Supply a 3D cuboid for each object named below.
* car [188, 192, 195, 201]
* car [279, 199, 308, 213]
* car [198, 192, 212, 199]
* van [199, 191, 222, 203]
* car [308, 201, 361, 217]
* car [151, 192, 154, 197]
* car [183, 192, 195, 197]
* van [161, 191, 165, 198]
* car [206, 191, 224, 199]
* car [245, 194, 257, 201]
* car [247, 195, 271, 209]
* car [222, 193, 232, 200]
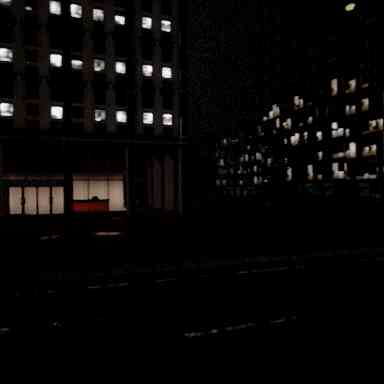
[{"bbox_3d":[-0.854,1.055,66.748,2.008,1.369,4.403,0,1,-20],"label":"car"},{"bbox_3d":[10.789,1.405,34.698,1.802,1.307,4.206,0,1,-20],"label":"car"},{"bbox_3d":[3.097,0.707,80.303,1.967,1.590,4.097,0,1,-20],"label":"car"},{"bbox_3d":[3.062,0.953,56.074,1.690,1.788,3.998,0,1,-20],"label":"van"},{"bbox_3d":[12.730,1.442,29.354,1.947,1.339,4.313,0,1,-20],"label":"car"},{"bbox_3d":[-8.685,0.727,88.089,1.967,1.590,4.097,0,1,-20],"label":"car"},{"bbox_3d":[-0.818,0.709,90.976,2.008,1.369,4.403,0,1,-20],"label":"car"},{"bbox_3d":[-6.728,0.682,82.753,1.690,1.788,3.998,0,1,-20],"label":"van"},{"bbox_3d":[5.055,0.636,74.967,2.192,1.841,5.009,0,1,-20],"label":"car"},{"bbox_3d":[10.930,1.066,58.962,1.802,1.307,4.206,0,1,-20],"label":"car"},{"bbox_3d":[8.886,1.337,40.053,1.947,1.339,4.313,0,1,-20],"label":"car"},{"bbox_3d":[7.014,0.958,69.634,1.802,1.307,4.206,0,1,-20],"label":"car"}]
